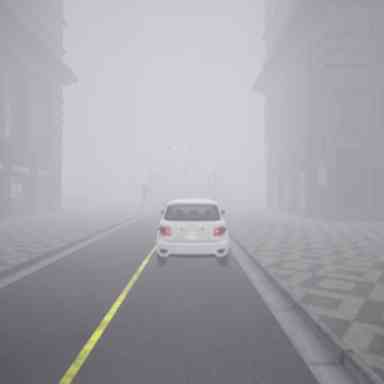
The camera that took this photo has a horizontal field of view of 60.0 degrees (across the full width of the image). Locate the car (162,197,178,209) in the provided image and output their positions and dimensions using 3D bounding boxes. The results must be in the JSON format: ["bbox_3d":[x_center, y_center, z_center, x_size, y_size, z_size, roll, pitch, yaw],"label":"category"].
[{"bbox_3d":[-3.067,1.509,46.490,1.882,1.535,5.008,0,0,0],"label":"car"}]

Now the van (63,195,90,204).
[{"bbox_3d":[-20.771,1.371,60.501,3.998,1.788,1.690,0,-1,0],"label":"van"}]

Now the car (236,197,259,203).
[{"bbox_3d":[11.613,1.602,69.169,4.829,1.417,1.752,0,-1,0],"label":"car"}]

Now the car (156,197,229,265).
[{"bbox_3d":[0.030,1.238,11.826,2.150,2.045,5.566,0,0,0],"label":"car"}]

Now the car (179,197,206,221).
[{"bbox_3d":[0.037,1.376,27.875,2.097,1.767,4.553,0,0,0],"label":"car"}]
